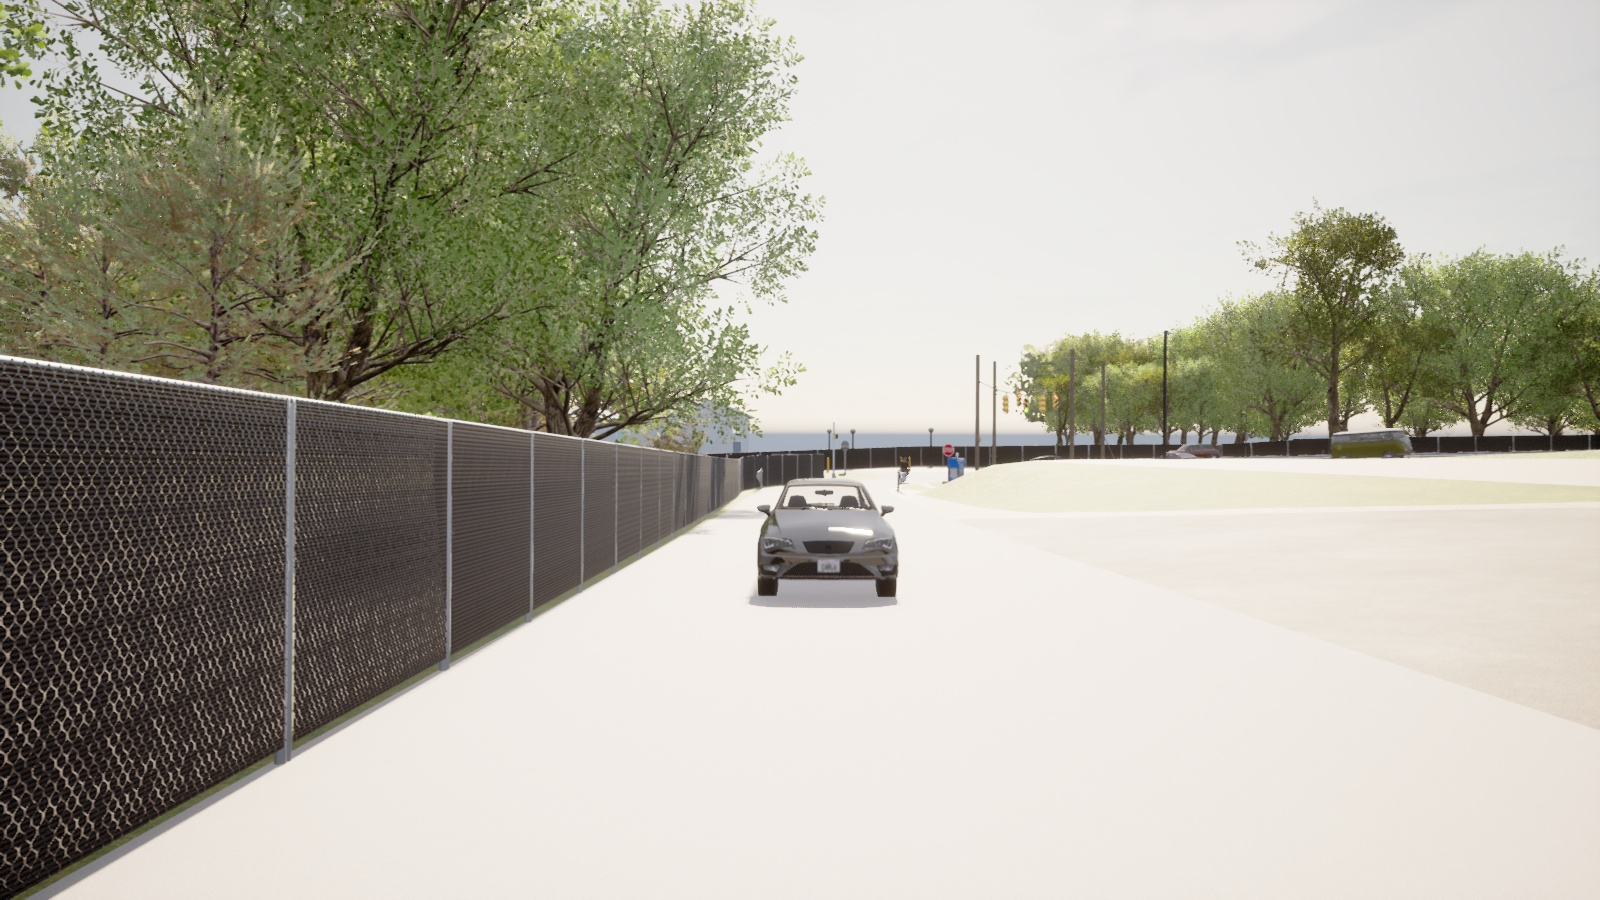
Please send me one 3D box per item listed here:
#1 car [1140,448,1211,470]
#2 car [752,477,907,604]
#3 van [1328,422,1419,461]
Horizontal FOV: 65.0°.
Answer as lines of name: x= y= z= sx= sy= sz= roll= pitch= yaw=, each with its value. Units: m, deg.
car: x=27.387 y=0.675 z=91.860 sx=2.033 sy=1.411 sz=5.357 roll=-1 pitch=-2 yaw=-22
car: x=0.340 y=1.118 z=16.926 sx=1.816 sy=1.474 sz=4.193 roll=0 pitch=-1 yaw=0
van: x=33.972 y=-0.485 z=74.489 sx=4.442 sy=1.987 sz=1.775 roll=-5 pitch=-3 yaw=44
